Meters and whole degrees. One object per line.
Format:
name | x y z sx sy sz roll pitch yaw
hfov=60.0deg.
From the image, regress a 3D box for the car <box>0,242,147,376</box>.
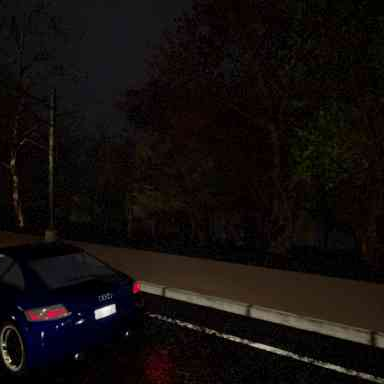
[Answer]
car | -2.763 1.563 5.638 4.181 1.385 1.994 0 0 37
